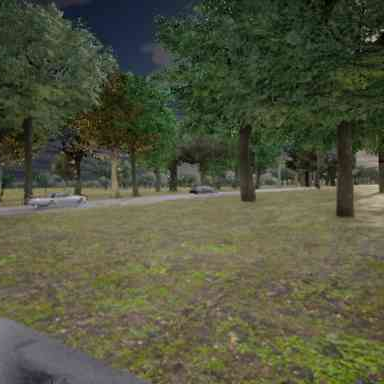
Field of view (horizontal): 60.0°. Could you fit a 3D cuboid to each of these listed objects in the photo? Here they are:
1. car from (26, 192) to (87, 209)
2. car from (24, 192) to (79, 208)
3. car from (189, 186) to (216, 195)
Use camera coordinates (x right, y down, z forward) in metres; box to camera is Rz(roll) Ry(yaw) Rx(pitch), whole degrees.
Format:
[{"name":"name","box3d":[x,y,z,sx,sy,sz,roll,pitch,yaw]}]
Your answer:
[{"name":"car","box3d":[-12.075,0.766,30.366,1.895,1.301,4.718,-1,2,38]},{"name":"car","box3d":[-14.120,0.738,33.701,1.895,1.301,4.718,-1,2,38]},{"name":"car","box3d":[1.741,-0.310,54.259,2.033,1.411,5.357,-1,2,38]}]
